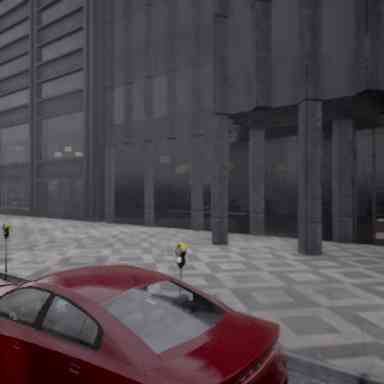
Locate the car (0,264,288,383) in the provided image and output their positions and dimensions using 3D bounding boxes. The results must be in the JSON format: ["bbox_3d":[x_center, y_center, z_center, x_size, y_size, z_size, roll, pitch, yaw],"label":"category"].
[{"bbox_3d":[-1.226,1.537,3.830,4.507,1.381,1.887,0,0,35],"label":"car"}]
